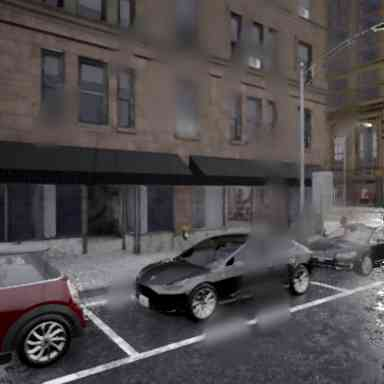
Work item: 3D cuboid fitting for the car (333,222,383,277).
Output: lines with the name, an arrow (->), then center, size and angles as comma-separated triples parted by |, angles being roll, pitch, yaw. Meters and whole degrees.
car -> 5.380, 1.663, 10.507 | 4.403, 1.369, 2.008 | 1, -1, -36

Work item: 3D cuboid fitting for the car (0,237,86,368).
car -> -3.579, 1.434, 4.109 | 4.097, 1.590, 1.967 | 1, -1, -36

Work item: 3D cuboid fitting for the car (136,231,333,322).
car -> 0.901, 1.618, 7.307 | 4.313, 1.339, 1.947 | 1, -1, -36
